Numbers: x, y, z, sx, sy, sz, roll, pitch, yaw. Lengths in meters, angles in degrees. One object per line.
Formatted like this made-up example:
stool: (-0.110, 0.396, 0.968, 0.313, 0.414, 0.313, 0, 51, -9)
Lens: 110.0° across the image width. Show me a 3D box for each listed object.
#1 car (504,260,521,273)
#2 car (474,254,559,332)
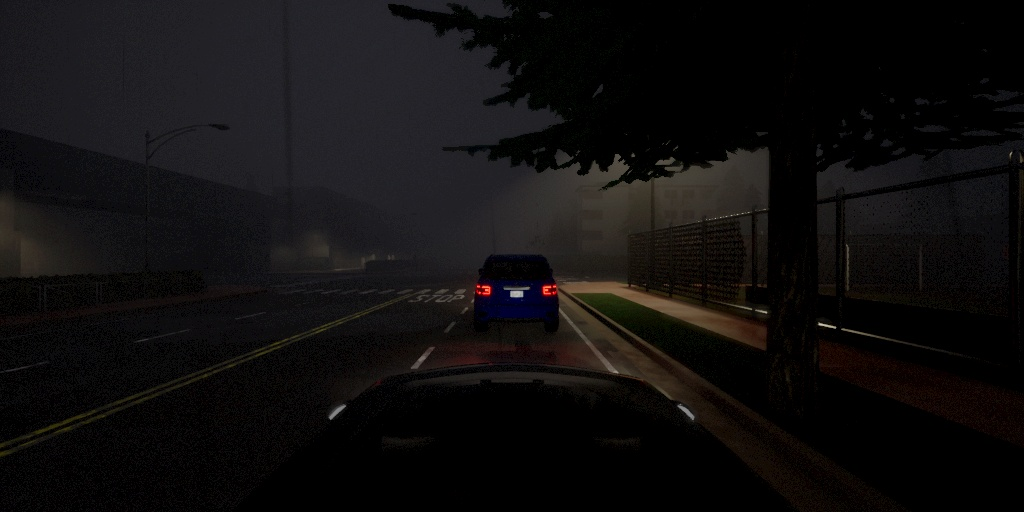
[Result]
car: (0.023, 1.242, 45.728, 2.128, 1.511, 4.902, 0, 0, 0)
car: (0.115, 0.972, 10.977, 2.150, 2.045, 5.566, 0, 0, 0)
